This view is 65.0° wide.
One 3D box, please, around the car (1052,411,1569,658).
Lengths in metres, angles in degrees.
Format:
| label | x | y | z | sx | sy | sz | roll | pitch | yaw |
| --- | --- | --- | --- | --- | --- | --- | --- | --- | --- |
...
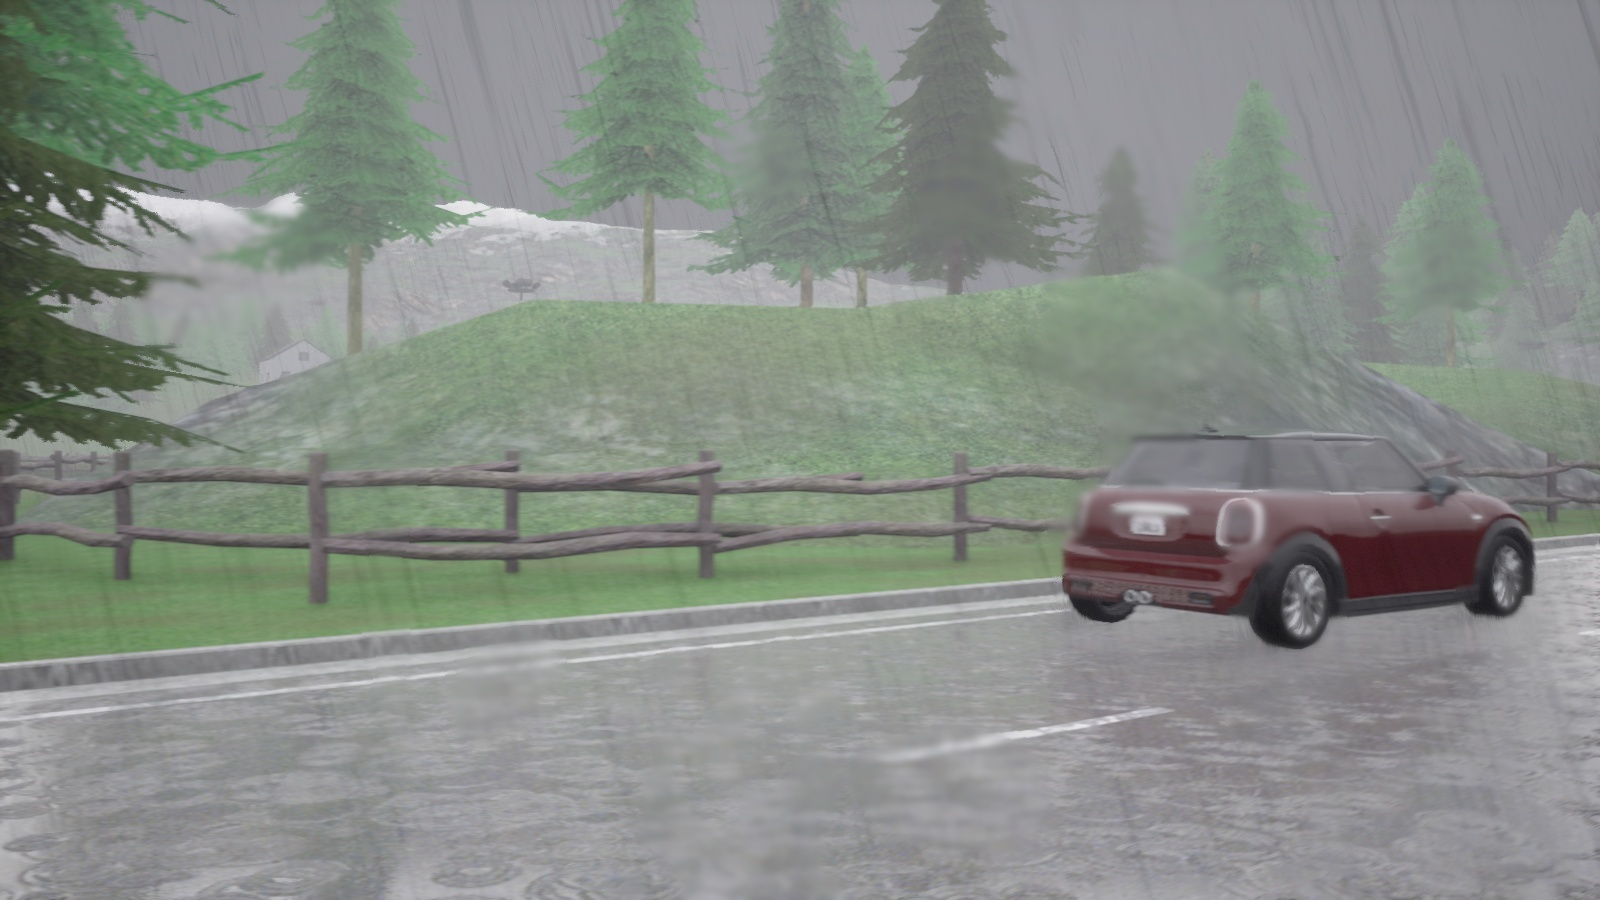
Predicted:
| label | x | y | z | sx | sy | sz | roll | pitch | yaw |
| --- | --- | --- | --- | --- | --- | --- | --- | --- | --- |
| car | 4.617 | 0.599 | 11.138 | 4.553 | 1.767 | 2.097 | 0 | 0 | -35 |
